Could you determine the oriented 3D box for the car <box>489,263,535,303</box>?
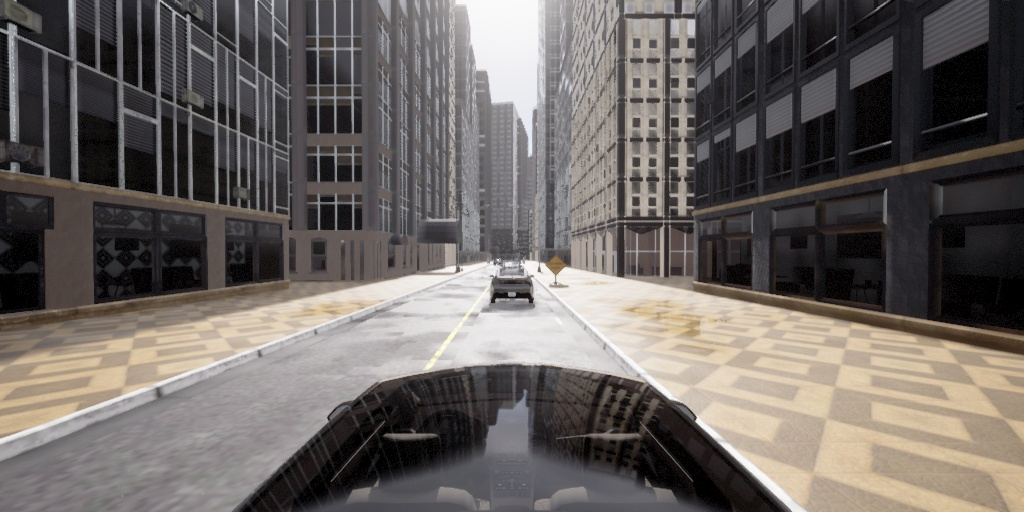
[{"bbox_3d":[0.000,1.263,16.501,1.837,1.490,4.892,0,0,0],"label":"car"}]

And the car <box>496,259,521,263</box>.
[{"bbox_3d":[0.000,1.245,31.502,2.128,1.511,4.902,0,0,0],"label":"car"}]

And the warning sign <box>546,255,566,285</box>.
[{"bbox_3d":[2.717,0.861,22.332,1.300,1.860,1.060,0,0,0],"label":"warning sign"}]
